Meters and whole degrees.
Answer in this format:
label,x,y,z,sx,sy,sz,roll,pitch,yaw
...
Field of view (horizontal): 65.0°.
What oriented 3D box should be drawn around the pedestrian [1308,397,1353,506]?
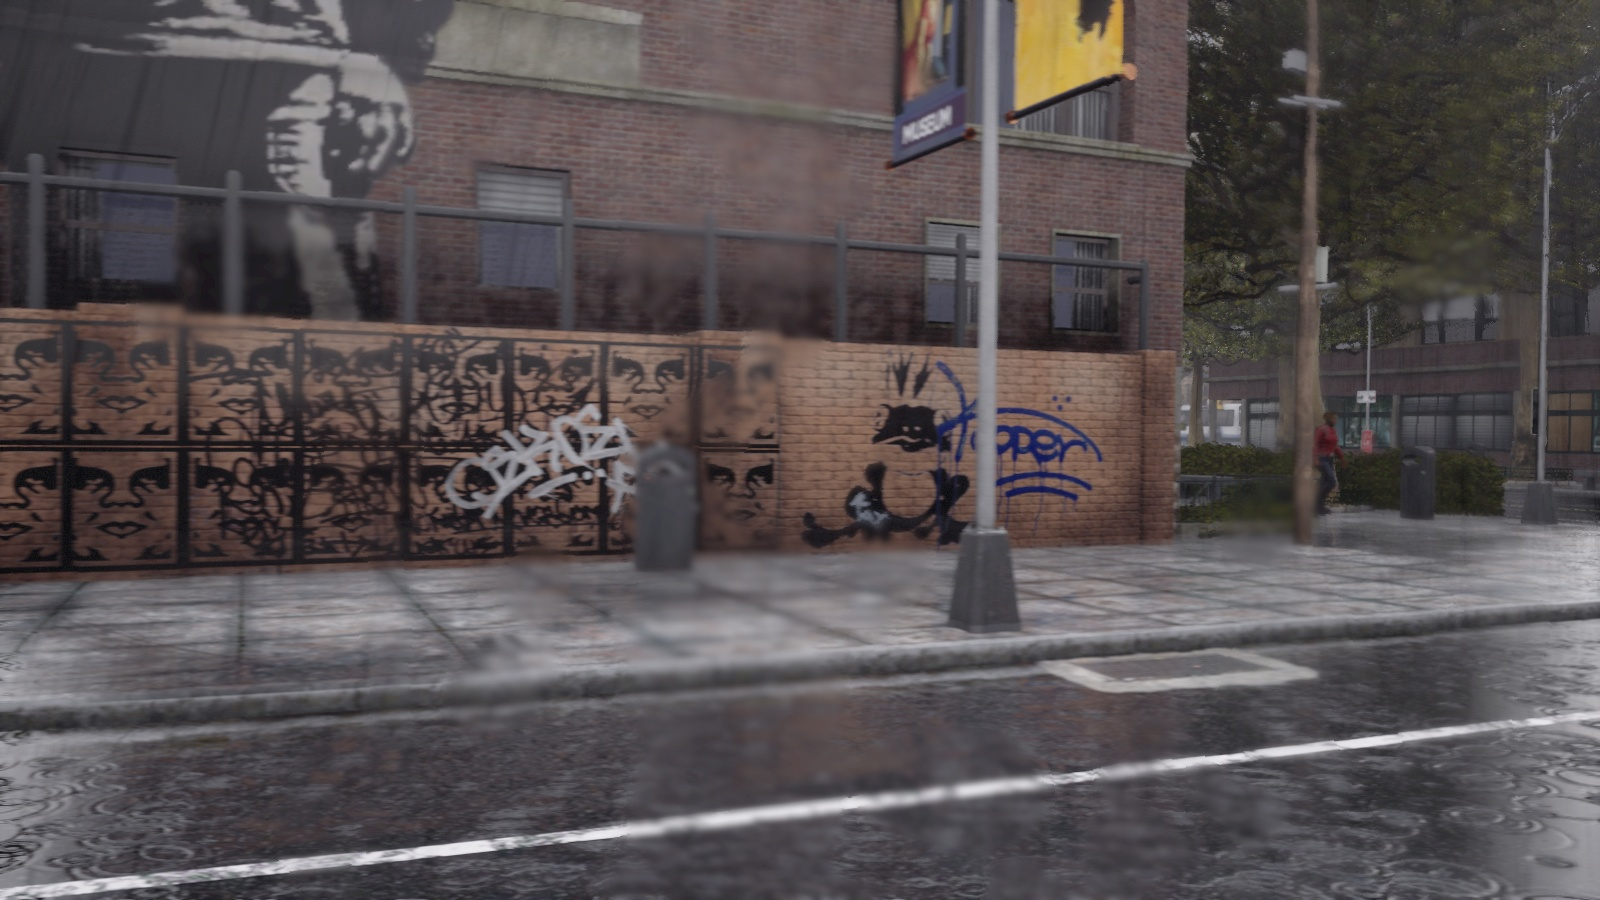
label,x,y,z,sx,sy,sz,roll,pitch,yaw
pedestrian,9.071,0.019,21.479,0.331,1.846,0.636,-1,1,-30
